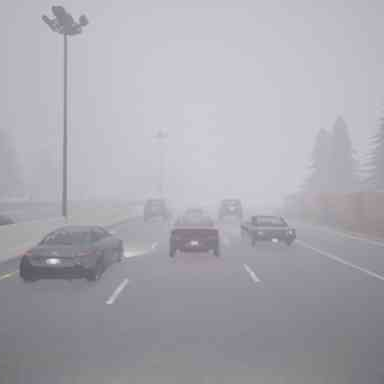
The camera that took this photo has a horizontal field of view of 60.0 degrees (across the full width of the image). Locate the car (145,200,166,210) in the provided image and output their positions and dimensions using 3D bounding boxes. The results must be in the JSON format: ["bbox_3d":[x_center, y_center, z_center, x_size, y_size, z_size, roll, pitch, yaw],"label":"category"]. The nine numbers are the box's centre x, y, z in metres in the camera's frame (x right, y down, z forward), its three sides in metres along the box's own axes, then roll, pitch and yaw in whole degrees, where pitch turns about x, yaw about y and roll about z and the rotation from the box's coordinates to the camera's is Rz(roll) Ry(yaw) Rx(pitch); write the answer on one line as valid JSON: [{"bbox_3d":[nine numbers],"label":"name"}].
[{"bbox_3d":[-6.338,2.280,58.272,1.882,1.535,5.008,0,-1,16],"label":"car"}]

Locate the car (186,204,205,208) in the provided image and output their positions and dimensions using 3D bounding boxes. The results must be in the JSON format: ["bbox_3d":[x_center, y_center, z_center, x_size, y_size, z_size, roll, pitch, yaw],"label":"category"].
[{"bbox_3d":[0.336,2.004,34.673,1.812,1.442,4.674,0,-1,3],"label":"car"}]

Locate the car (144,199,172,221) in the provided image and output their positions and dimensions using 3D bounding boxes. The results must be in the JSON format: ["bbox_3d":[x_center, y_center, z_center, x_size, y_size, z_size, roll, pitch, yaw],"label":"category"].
[{"bbox_3d":[-3.273,1.671,32.638,2.150,2.045,5.566,0,-1,2],"label":"car"}]

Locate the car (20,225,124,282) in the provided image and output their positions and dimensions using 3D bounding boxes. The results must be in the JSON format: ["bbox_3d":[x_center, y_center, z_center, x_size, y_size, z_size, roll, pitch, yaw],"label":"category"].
[{"bbox_3d":[-3.413,1.706,10.199,1.994,1.385,4.181,0,-1,0],"label":"car"}]

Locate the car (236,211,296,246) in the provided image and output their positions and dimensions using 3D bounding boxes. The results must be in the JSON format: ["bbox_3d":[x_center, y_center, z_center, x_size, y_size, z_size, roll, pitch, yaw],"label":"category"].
[{"bbox_3d":[3.595,1.831,16.641,1.895,1.301,4.718,0,-1,0],"label":"car"}]

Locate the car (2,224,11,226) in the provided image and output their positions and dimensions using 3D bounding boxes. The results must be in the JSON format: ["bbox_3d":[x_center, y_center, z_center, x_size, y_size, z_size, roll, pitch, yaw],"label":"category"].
[{"bbox_3d":[-10.596,1.715,16.104,2.128,1.511,4.902,0,-1,0],"label":"car"}]

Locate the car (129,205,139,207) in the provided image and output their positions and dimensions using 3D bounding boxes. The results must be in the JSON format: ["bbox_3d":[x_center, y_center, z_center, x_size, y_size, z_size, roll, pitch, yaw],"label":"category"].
[{"bbox_3d":[-9.569,2.299,59.686,1.882,1.535,5.008,0,-1,16],"label":"car"}]

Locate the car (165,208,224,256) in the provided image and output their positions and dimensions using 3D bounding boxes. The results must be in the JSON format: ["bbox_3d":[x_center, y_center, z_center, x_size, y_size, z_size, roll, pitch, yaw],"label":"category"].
[{"bbox_3d":[0.093,1.673,14.116,1.882,1.535,5.008,0,-1,0],"label":"car"}]

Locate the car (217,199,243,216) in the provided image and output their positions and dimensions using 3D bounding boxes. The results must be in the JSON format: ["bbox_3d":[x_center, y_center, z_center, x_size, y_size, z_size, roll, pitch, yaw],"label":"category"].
[{"bbox_3d":[3.718,1.673,32.757,2.150,2.045,5.566,0,-1,2],"label":"car"}]
